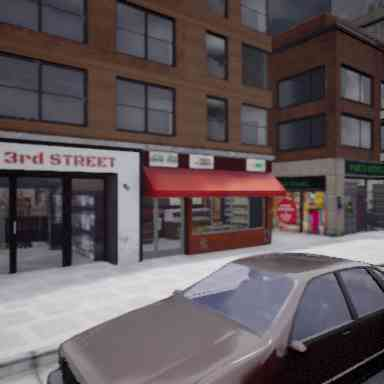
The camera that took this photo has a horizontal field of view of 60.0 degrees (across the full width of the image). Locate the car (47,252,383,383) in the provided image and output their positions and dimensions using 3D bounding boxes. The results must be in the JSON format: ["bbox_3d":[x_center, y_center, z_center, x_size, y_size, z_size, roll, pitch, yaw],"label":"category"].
[{"bbox_3d":[1.192,1.547,4.181,5.357,1.411,2.033,0,0,-35],"label":"car"}]
